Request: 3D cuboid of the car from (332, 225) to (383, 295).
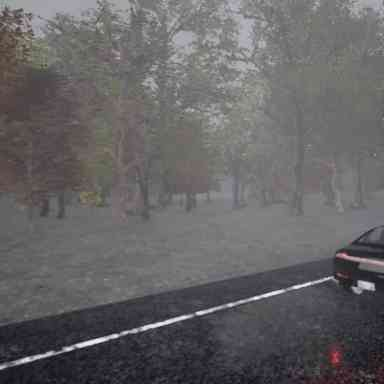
[{"bbox_3d":[5.108,1.459,7.392,4.902,1.511,2.128,0,0,-36],"label":"car"}]
